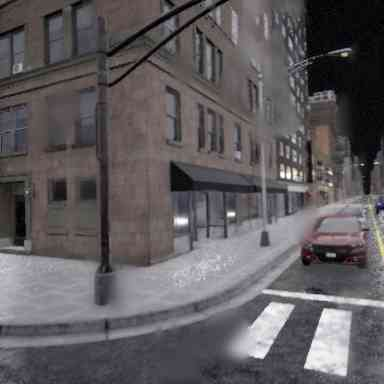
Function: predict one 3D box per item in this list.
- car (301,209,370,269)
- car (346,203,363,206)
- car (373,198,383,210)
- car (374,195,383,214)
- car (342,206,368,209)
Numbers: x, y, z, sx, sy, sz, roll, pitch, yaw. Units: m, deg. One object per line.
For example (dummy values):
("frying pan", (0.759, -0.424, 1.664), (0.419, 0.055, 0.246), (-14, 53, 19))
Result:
("car", (5.199, 1.579, 11.912), (1.882, 1.535, 5.008), (-2, -1, 28))
("car", (14.178, 1.724, 28.950), (1.812, 1.442, 4.674), (-2, -1, 28))
("car", (26.374, 1.671, 46.030), (2.128, 1.511, 4.902), (-2, -1, 28))
("car", (21.640, 1.364, 36.960), (2.150, 2.045, 5.566), (-2, -1, 29))
("car", (9.538, 1.750, 20.147), (1.895, 1.301, 4.718), (-2, -1, 28))
